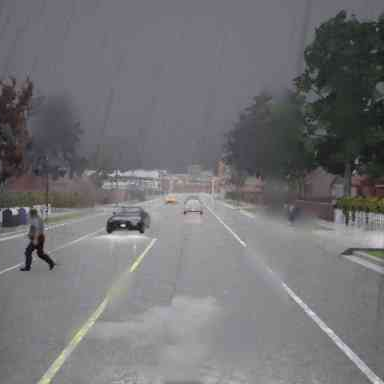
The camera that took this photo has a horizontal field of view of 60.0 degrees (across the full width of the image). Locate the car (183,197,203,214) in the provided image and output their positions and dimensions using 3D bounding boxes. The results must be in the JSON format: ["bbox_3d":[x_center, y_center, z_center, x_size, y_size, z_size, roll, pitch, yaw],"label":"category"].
[{"bbox_3d":[0.129,1.507,34.509,1.812,1.442,4.674,0,0,1],"label":"car"}]

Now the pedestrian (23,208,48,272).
[{"bbox_3d":[-4.378,1.293,9.292,0.375,1.860,0.375,0,0,0],"label":"pedestrian"}]

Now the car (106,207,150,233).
[{"bbox_3d":[-3.582,1.561,19.294,1.994,1.385,4.181,0,0,0],"label":"car"}]

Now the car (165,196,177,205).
[{"bbox_3d":[-3.536,1.358,56.023,1.882,1.535,5.008,0,0,0],"label":"car"}]
